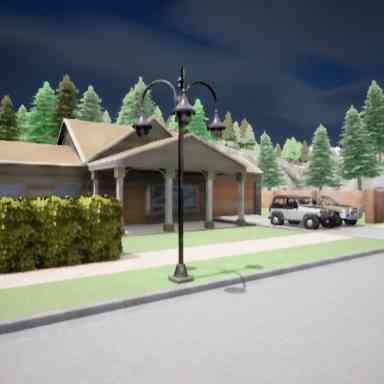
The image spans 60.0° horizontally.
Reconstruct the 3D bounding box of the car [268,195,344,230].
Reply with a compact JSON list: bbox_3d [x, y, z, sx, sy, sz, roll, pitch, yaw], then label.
[{"bbox_3d":[6.219,1.131,19.122,1.905,1.878,3.866,0,0,-35],"label":"car"}]

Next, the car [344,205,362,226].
[{"bbox_3d":[8.051,1.130,20.887,1.932,1.855,4.605,0,0,-35],"label":"car"}]
